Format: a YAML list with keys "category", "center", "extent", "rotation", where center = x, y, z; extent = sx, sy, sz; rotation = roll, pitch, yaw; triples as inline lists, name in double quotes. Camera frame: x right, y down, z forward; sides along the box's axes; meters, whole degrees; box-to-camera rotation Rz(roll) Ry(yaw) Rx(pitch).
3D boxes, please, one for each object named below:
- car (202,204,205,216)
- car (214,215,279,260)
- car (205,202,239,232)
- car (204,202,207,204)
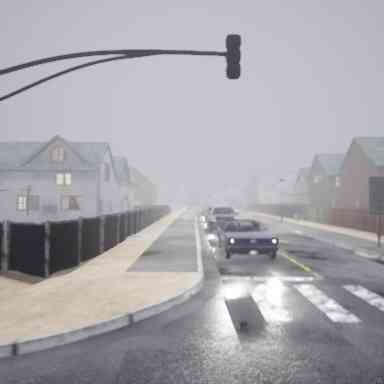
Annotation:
- category: "car"
  center: [2.270, 2.215, 33.603]
  extent: [1.837, 1.490, 4.892]
  rotation: [0, -1, 1]
- category: "car"
  center: [2.123, 1.810, 13.543]
  extent: [1.895, 1.301, 4.718]
  rotation: [0, -1, 0]
- category: "car"
  center: [2.196, 1.804, 23.446]
  extent: [2.097, 1.767, 4.553]
  rotation: [0, -1, 1]
- category: "car"
  center: [2.432, 2.567, 47.239]
  extent: [2.128, 1.511, 4.902]
  rotation: [0, -2, 1]
